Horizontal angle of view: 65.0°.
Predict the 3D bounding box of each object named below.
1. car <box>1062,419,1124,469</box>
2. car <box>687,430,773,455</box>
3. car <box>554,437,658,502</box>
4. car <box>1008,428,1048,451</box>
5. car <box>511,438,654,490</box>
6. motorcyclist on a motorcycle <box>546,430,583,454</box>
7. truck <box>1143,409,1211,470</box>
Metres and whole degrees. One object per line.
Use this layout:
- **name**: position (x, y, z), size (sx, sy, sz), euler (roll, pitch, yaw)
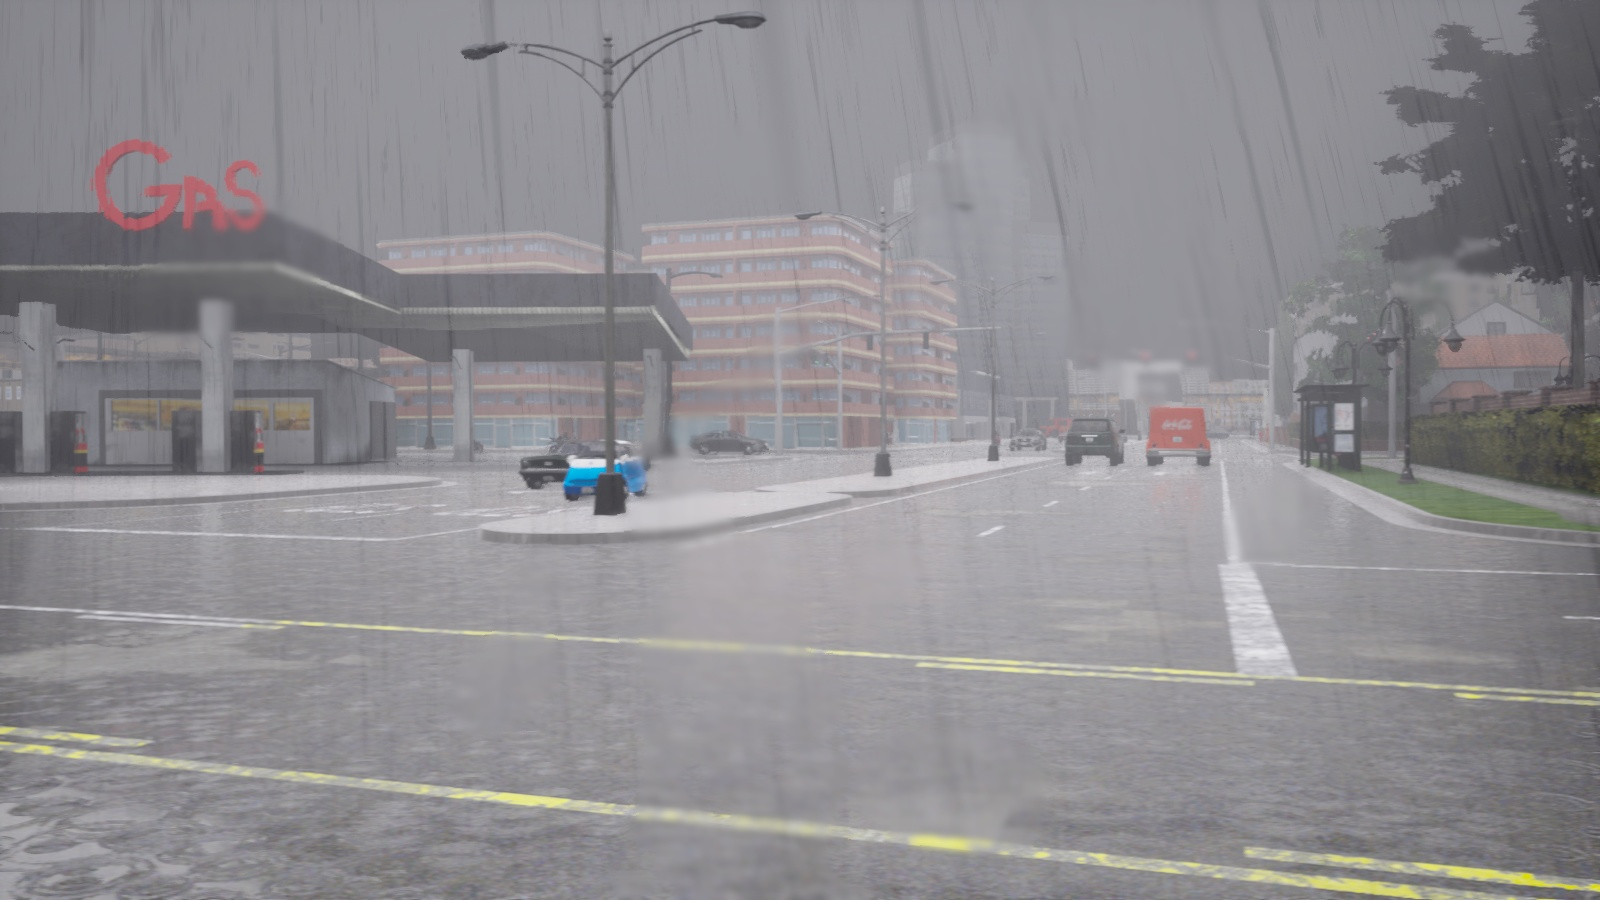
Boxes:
- **car**: position (12.814, -0.282, 54.654), size (2.150, 2.045, 5.566), euler (1, 1, 18)
- **car**: position (-4.364, -0.484, 78.082), size (4.902, 1.511, 2.128), euler (0, 1, 17)
- **car**: position (-4.352, 0.410, 28.386), size (1.481, 1.376, 2.207), euler (1, 1, 18)
- **car**: position (16.674, -0.800, 91.641), size (2.152, 1.651, 5.027), euler (1, 1, 18)
- **car**: position (-5.908, 0.347, 34.802), size (1.895, 1.301, 4.718), euler (1, 1, 18)
- **motorcyclist on a motorcycle**: position (-15.275, -0.502, 81.544), size (2.191, 1.530, 0.866), euler (1, 1, 17)
- **truck**: position (16.199, -0.460, 53.744), size (2.627, 2.467, 5.204), euler (1, 1, 18)
